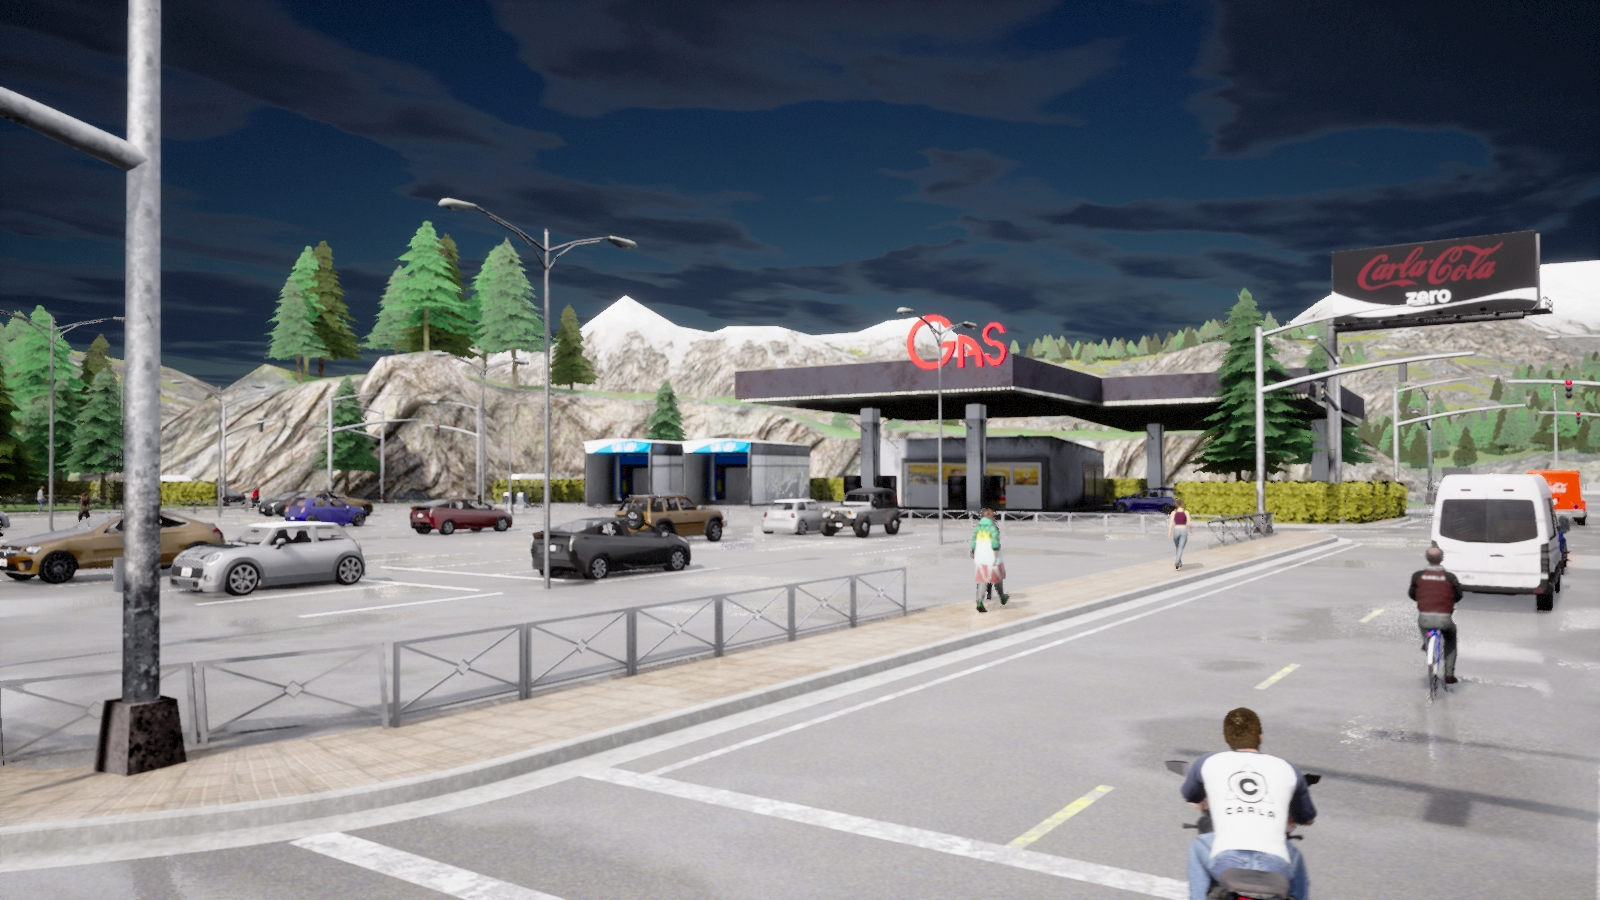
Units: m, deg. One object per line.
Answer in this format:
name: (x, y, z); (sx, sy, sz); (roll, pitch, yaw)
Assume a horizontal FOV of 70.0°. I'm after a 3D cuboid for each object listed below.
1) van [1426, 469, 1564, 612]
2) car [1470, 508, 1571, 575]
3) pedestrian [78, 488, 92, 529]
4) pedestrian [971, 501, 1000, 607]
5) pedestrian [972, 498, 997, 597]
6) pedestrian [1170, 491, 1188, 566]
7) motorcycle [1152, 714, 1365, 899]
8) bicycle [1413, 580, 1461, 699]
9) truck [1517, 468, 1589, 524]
van: (14.482, 1.685, 23.636); (1.988, 2.561, 5.915); (-1, -1, 35)
car: (18.878, 2.315, 29.842); (2.002, 1.442, 4.674); (-1, -1, 35)
pedestrian: (-33.082, 2.690, 52.865); (0.375, 1.860, 0.375); (-1, -1, 28)
pedestrian: (3.313, 1.841, 20.414); (0.375, 1.860, 0.375); (-1, -1, 39)
pedestrian: (3.535, 1.866, 21.902); (0.375, 1.860, 0.375); (-1, -1, 26)
pedestrian: (9.478, 1.949, 28.575); (0.375, 1.860, 0.375); (-1, -1, 25)
motorcycle: (2.174, 2.122, 5.609); (0.803, 1.145, 2.033); (0, 0, 19)
bicycle: (7.658, 2.227, 13.703); (0.329, 1.171, 1.835); (-1, -1, 34)
truck: (35.572, 2.122, 53.895); (2.627, 2.467, 5.204); (-1, -1, 35)
